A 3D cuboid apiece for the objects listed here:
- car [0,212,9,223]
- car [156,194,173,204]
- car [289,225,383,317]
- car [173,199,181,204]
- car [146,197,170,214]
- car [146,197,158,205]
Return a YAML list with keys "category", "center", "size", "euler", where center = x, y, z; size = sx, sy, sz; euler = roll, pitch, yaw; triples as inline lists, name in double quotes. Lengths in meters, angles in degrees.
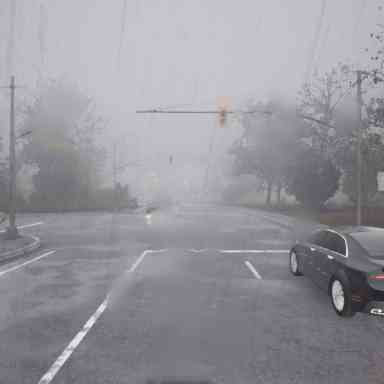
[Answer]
- category: "car"
  center: [-15.474, 1.675, 23.045]
  size: [4.718, 1.301, 1.895]
  euler: [-1, 0, -3]
- category: "car"
  center: [-4.333, 1.363, 48.557]
  size: [2.150, 2.045, 5.566]
  euler: [0, -1, -5]
- category: "car"
  center: [3.599, 1.505, 7.441]
  size: [1.837, 1.490, 4.892]
  euler: [0, 0, 1]
- category: "car"
  center: [-4.368, 2.432, 83.174]
  size: [1.895, 1.301, 4.718]
  euler: [0, -1, -22]
- category: "car"
  center: [-3.704, 1.561, 35.189]
  size: [2.033, 1.411, 5.357]
  euler: [0, 0, -1]
- category: "car"
  center: [-9.062, 2.063, 75.560]
  size: [2.097, 1.767, 4.553]
  euler: [0, -1, -16]
